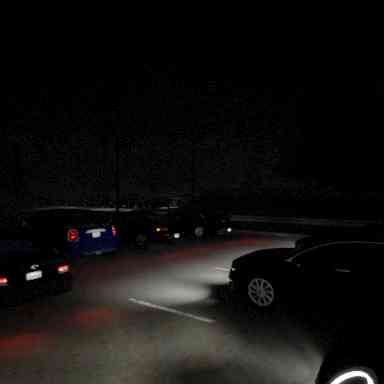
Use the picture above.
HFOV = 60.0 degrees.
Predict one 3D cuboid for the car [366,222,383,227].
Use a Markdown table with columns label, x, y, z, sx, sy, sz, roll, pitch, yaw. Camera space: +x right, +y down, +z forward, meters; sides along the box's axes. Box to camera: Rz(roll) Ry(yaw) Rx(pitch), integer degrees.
| label | x | y | z | sx | sy | sz | roll | pitch | yaw |
| --- | --- | --- | --- | --- | --- | --- | --- | --- | --- |
| car | 5.136 | 1.527 | 8.920 | 4.674 | 1.442 | 1.812 | 0 | 0 | 36 |

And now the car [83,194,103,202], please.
| label | x | y | z | sx | sy | sz | roll | pitch | yaw |
| --- | --- | --- | --- | --- | --- | --- | --- | --- | --- |
| car | -13.605 | 1.525 | 51.094 | 2.128 | 1.511 | 4.902 | 0 | 0 | 36 |

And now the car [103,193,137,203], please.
| label | x | y | z | sx | sy | sz | roll | pitch | yaw |
| --- | --- | --- | --- | --- | --- | --- | --- | --- | --- |
| car | -10.104 | 1.252 | 49.967 | 2.150 | 2.045 | 5.566 | 0 | 0 | 35 |

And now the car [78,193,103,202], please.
| label | x | y | z | sx | sy | sz | roll | pitch | yaw |
| --- | --- | --- | --- | --- | --- | --- | --- | --- | --- |
| car | -15.782 | 1.257 | 54.061 | 2.150 | 2.045 | 5.566 | 0 | 0 | 35 |

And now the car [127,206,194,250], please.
| label | x | y | z | sx | sy | sz | roll | pitch | yaw |
| --- | --- | --- | --- | --- | --- | --- | --- | --- | --- |
| car | -2.465 | 1.534 | 14.365 | 4.674 | 1.442 | 1.812 | 0 | 0 | 36 |

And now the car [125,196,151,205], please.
| label | x | y | z | sx | sy | sz | roll | pitch | yaw |
| --- | --- | --- | --- | --- | --- | --- | --- | --- | --- |
| car | -9.999 | 1.540 | 61.953 | 1.837 | 1.490 | 4.892 | 0 | 0 | 36 |

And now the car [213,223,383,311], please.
| label | x | y | z | sx | sy | sz | roll | pitch | yaw |
| --- | --- | --- | --- | --- | --- | --- | --- | --- | --- |
| car | 3.012 | 1.506 | 6.146 | 4.892 | 1.490 | 1.837 | 0 | 0 | 36 |

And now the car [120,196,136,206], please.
| label | x | y | z | sx | sy | sz | roll | pitch | yaw |
| --- | --- | --- | --- | --- | --- | --- | --- | --- | --- |
| car | -7.466 | 1.628 | 47.639 | 1.895 | 1.301 | 4.718 | 0 | 0 | 36 |

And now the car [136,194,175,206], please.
| label | x | y | z | sx | sy | sz | roll | pitch | yaw |
| --- | --- | --- | --- | --- | --- | --- | --- | --- | --- |
| car | -4.888 | 1.377 | 45.232 | 2.097 | 1.767 | 4.553 | 0 | 0 | 36 |

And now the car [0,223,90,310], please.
| label | x | y | z | sx | sy | sz | roll | pitch | yaw |
| --- | --- | --- | --- | --- | --- | --- | --- | --- | --- |
| car | -4.888 | 1.554 | 7.478 | 5.357 | 1.411 | 2.033 | 0 | 0 | 36 |

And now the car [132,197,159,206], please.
| label | x | y | z | sx | sy | sz | roll | pitch | yaw |
| --- | --- | --- | --- | --- | --- | --- | --- | --- | --- |
| car | -8.144 | 1.634 | 58.585 | 1.895 | 1.301 | 4.718 | 0 | 0 | 36 |

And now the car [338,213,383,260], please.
| label | x | y | z | sx | sy | sz | roll | pitch | yaw |
| --- | --- | --- | --- | --- | --- | --- | --- | --- | --- |
| car | 7.994 | 1.548 | 11.184 | 5.357 | 1.411 | 2.033 | 0 | 0 | 36 |

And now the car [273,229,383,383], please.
| label | x | y | z | sx | sy | sz | roll | pitch | yaw |
| --- | --- | --- | --- | --- | --- | --- | --- | --- | --- |
| car | 3.040 | 1.351 | 1.819 | 4.553 | 1.767 | 2.097 | 0 | 0 | 36 |

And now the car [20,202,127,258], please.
| label | x | y | z | sx | sy | sz | roll | pitch | yaw |
| --- | --- | --- | --- | --- | --- | --- | --- | --- | --- |
| car | -4.723 | 1.360 | 11.673 | 4.553 | 1.767 | 2.097 | 0 | 0 | 36 |

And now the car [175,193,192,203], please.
| label | x | y | z | sx | sy | sz | roll | pitch | yaw |
| --- | --- | --- | --- | --- | --- | --- | --- | --- | --- |
| car | -1.722 | 1.249 | 55.530 | 2.150 | 2.045 | 5.566 | 0 | 0 | 37 |

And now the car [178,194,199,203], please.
| label | x | y | z | sx | sy | sz | roll | pitch | yaw |
| --- | --- | --- | --- | --- | --- | --- | --- | --- | --- |
| car | 0.491 | 1.516 | 52.627 | 2.128 | 1.511 | 4.902 | 0 | 0 | 36 |

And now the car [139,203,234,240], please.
| label | x | y | z | sx | sy | sz | roll | pitch | yaw |
| --- | --- | --- | --- | --- | --- | --- | --- | --- | --- |
| car | -0.210 | 1.514 | 17.050 | 4.892 | 1.490 | 1.837 | 0 | 0 | 36 |

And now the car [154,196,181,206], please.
| label | x | y | z | sx | sy | sz | roll | pitch | yaw |
| --- | --- | --- | --- | --- | --- | --- | --- | --- | --- |
| car | -4.210 | 1.508 | 58.045 | 1.882 | 1.535 | 5.008 | 0 | 0 | 36 |
